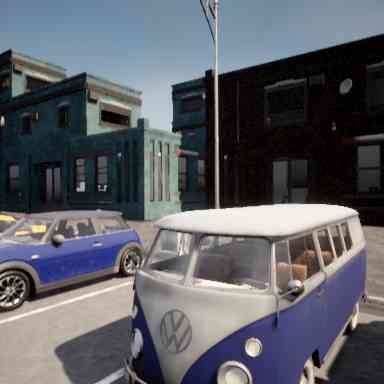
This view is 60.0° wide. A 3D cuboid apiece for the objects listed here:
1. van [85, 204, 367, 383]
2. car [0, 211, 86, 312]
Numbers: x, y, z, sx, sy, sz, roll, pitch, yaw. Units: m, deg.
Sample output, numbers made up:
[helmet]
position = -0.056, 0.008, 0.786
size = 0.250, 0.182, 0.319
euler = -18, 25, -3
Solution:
[van]
position = 1.055, 1.198, 4.460
size = 1.878, 1.987, 4.442
euler = 0, 0, 35
[car]
position = -3.285, 1.282, 7.737
size = 2.185, 1.767, 4.553
euler = 0, 0, 36
